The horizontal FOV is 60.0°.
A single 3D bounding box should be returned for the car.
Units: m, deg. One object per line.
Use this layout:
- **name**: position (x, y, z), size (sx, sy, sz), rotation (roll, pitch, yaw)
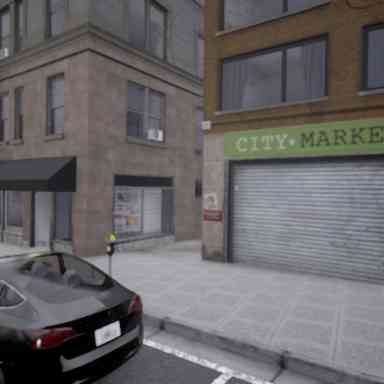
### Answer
- **car**: position (-2.601, 1.546, 4.778), size (4.313, 1.339, 1.947), rotation (0, 1, 35)
